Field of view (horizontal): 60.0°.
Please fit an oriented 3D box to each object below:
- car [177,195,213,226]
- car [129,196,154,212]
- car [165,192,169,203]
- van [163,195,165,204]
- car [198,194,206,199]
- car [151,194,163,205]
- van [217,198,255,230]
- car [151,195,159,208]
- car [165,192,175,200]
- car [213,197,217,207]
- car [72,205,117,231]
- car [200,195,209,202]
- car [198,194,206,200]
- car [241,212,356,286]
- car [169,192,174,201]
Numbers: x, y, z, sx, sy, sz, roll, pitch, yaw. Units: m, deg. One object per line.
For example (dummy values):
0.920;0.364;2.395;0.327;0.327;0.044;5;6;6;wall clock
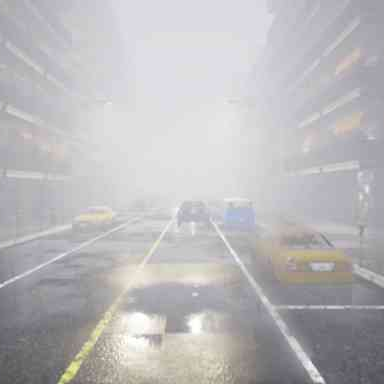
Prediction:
0.094;1.271;22.764;2.097;1.767;4.553;0;0;0;car
-5.709;1.438;36.616;1.947;1.339;4.313;0;0;0;car
-5.718;1.240;58.710;1.967;1.590;4.097;0;0;0;car
-5.717;1.158;53.186;1.690;1.788;3.998;0;0;0;van
2.653;1.252;91.839;2.008;1.369;4.403;-1;0;0;car
-5.714;1.380;47.663;1.887;1.381;4.507;0;0;0;car
2.674;1.270;20.036;1.690;1.788;3.998;-1;0;0;van
-5.711;1.398;42.139;1.887;1.381;4.507;0;0;0;car
-5.728;1.031;86.326;2.192;1.841;5.009;-1;0;0;car
2.669;1.405;42.129;2.008;1.369;4.403;-1;0;0;car
-5.705;1.454;19.876;1.752;1.417;4.829;0;0;0;car
2.660;1.291;69.917;1.752;1.417;4.829;-1;0;0;car
2.655;1.262;86.316;1.887;1.381;4.507;-1;0;0;car
2.680;1.492;9.158;1.752;1.417;4.829;0;0;0;car
-5.723;1.315;75.281;1.947;1.339;4.313;-1;0;0;car
